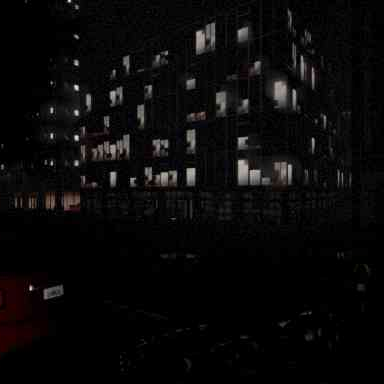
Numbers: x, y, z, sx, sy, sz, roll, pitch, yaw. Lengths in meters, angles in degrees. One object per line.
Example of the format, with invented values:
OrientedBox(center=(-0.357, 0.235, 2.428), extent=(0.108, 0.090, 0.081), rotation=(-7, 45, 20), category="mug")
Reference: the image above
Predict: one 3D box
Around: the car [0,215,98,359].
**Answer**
OrientedBox(center=(-3.645, 1.315, 5.481), extent=(5.009, 1.841, 2.192), rotation=(0, 0, 36), category="car")

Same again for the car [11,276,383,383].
OrientedBox(center=(0.850, 1.566, 2.272), extent=(4.313, 1.339, 1.947), rotation=(0, 0, 36), category="car")
